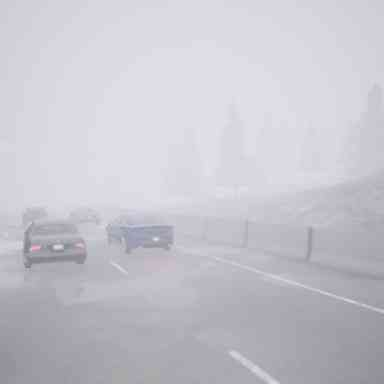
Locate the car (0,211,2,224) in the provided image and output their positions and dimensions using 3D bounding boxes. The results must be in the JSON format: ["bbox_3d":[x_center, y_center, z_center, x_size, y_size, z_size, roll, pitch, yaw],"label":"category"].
[{"bbox_3d":[-16.236,1.930,26.307,1.812,1.442,4.674,0,-1,-26],"label":"car"}]

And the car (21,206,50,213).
[{"bbox_3d":[-12.794,1.909,27.248,1.837,1.490,4.892,0,-1,-27],"label":"car"}]

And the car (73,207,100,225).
[{"bbox_3d":[-8.705,1.921,26.886,2.033,1.411,5.357,0,-1,-27],"label":"car"}]

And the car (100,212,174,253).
[{"bbox_3d":[-2.439,1.634,14.615,1.882,1.535,5.008,0,-1,-27],"label":"car"}]

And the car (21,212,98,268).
[{"bbox_3d":[-4.996,1.676,11.895,2.033,1.411,5.357,0,-1,-27],"label":"car"}]
